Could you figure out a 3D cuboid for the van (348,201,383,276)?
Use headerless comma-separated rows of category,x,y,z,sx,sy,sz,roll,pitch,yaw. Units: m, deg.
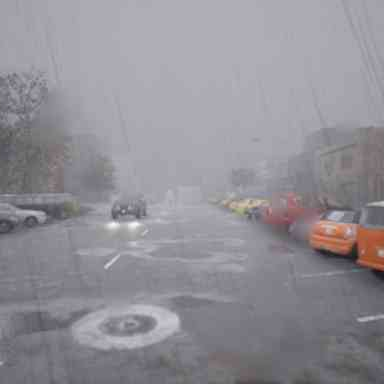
van,6.522,1.210,8.510,4.442,1.987,1.878,1,0,-20

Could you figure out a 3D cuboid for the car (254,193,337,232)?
car,6.436,1.143,17.279,5.566,2.045,2.435,1,0,-20

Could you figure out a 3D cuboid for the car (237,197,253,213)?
car,6.370,1.395,26.061,4.792,1.488,2.163,1,0,-20

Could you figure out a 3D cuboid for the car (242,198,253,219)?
car,6.397,1.375,23.134,4.892,1.521,2.231,1,0,-20

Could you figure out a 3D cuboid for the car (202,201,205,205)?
car,5.887,3.222,90.495,4.553,1.767,2.185,2,-5,-21

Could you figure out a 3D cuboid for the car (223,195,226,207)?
car,6.422,1.369,37.810,4.792,1.488,2.163,1,0,-20

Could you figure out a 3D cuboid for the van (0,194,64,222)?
van,-11.520,1.152,23.189,4.442,1.987,1.878,-1,0,-20

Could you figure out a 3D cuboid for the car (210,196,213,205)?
car,6.310,1.480,58.315,4.892,1.521,2.231,1,-2,-20

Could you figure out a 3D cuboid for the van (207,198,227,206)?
van,6.160,2.490,81.772,4.442,1.987,1.878,2,-5,-21

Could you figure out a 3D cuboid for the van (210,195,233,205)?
van,6.309,1.736,70.065,4.442,1.987,1.878,2,-4,-21

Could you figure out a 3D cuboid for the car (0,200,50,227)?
car,-11.413,1.425,20.294,4.674,1.452,2.002,-1,0,-20

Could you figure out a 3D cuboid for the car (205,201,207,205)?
car,6.137,2.156,72.923,4.792,1.488,2.163,2,-4,-21

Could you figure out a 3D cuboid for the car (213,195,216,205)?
car,6.349,1.070,46.593,5.566,2.045,2.435,1,0,-20

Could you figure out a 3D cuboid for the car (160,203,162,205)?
car,-11.769,3.583,93.003,5.366,1.575,1.946,1,-5,-21

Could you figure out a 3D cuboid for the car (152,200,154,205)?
car,-11.709,2.168,75.020,4.553,1.767,2.185,1,-4,-21

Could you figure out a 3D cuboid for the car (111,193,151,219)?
car,-5.064,1.101,27.509,2.150,2.045,5.566,0,0,0

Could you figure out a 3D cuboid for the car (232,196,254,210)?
car,6.576,1.357,29.065,5.366,1.575,1.946,1,0,-20

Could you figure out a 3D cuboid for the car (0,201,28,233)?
car,-11.409,1.436,17.349,4.674,1.452,2.002,-1,0,-20

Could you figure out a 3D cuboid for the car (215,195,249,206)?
car,6.333,1.360,52.471,4.892,1.521,2.231,1,-2,-20

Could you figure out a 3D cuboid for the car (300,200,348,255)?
car,6.382,1.293,11.392,4.553,1.767,2.185,1,0,-20

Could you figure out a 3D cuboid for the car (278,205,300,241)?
car,6.411,1.446,14.331,4.674,1.452,2.002,1,1,-20

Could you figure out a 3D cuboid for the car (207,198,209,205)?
car,6.234,1.807,67.085,5.008,1.535,2.097,2,-3,-21

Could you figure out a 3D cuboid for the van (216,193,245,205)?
van,6.434,1.186,55.438,4.442,1.987,1.878,1,-2,-20

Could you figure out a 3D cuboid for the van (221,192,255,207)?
van,6.284,1.105,40.686,4.442,1.987,1.878,1,0,-20

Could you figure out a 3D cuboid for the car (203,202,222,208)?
car,5.861,3.575,93.415,4.892,1.521,2.231,2,-5,-21

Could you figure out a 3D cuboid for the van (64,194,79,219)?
van,-11.304,1.141,26.223,4.442,1.987,1.878,-1,0,-20

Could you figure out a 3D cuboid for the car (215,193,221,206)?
car,6.208,1.321,43.602,5.366,1.575,1.946,1,0,-20

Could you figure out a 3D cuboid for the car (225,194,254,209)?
car,6.574,1.344,34.927,5.366,1.575,1.946,1,0,-20

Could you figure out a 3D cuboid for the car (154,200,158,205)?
car,-11.697,2.244,78.043,5.566,2.045,2.435,1,-4,-21
